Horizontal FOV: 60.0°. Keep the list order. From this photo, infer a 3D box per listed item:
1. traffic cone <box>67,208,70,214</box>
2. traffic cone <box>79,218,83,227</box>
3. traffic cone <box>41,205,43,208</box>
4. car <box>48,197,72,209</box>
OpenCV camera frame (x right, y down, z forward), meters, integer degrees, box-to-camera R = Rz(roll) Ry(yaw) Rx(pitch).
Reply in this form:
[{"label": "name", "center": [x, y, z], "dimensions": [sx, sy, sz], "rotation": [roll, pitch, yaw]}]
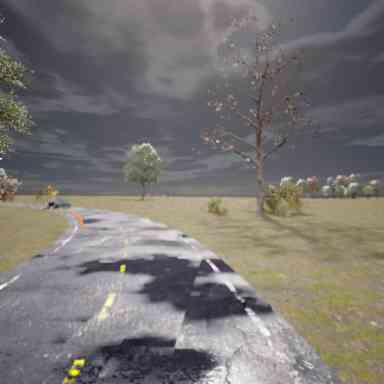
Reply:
[{"label": "traffic cone", "center": [-13.401, 2.087, 36.104], "dimensions": [0.340, 0.580, 0.340], "rotation": [0, 0, -29]}, {"label": "traffic cone", "center": [-7.581, 2.058, 22.819], "dimensions": [0.340, 0.580, 0.340], "rotation": [0, 0, -18]}, {"label": "traffic cone", "center": [-21.649, 2.080, 48.036], "dimensions": [0.340, 0.580, 0.340], "rotation": [1, 0, -40]}, {"label": "car", "center": [-19.053, 1.494, 47.946], "dimensions": [2.097, 1.767, 4.553], "rotation": [0, 0, -40]}]
